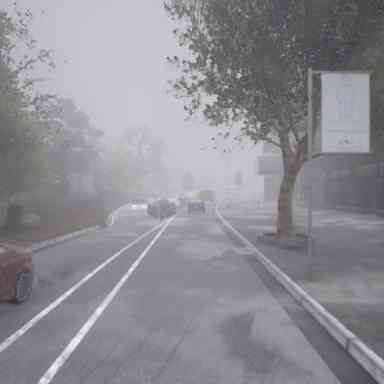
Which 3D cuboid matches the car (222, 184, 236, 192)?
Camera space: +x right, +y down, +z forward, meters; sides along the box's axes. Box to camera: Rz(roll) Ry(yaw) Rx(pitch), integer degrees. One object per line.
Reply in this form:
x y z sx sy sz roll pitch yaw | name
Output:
9.818 -0.923 93.237 2.231 1.521 4.892 -3 2 25 | car

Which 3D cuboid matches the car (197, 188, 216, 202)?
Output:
2.692 0.564 56.567 2.150 2.045 5.566 0 3 10 | car

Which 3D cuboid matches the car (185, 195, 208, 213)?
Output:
0.576 1.479 37.214 1.882 1.535 5.008 0 0 3 | car

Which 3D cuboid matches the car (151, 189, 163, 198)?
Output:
-6.888 0.295 65.721 1.837 1.490 4.892 0 3 6 | car

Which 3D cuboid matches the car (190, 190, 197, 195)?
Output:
-0.355 0.730 60.573 2.002 1.452 4.674 -1 2 12 | car

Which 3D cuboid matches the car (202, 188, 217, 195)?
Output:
4.184 -0.183 78.237 2.097 1.535 5.008 0 3 18 | car

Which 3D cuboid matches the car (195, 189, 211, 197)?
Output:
2.364 0.119 72.185 2.231 1.521 4.892 0 3 16 | car

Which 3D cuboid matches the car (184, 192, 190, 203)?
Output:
-2.088 1.150 50.190 2.097 1.535 5.008 1 3 9 | car

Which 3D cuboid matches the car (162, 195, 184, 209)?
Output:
-2.600 1.484 44.076 2.002 1.452 4.674 -2 2 4 | car

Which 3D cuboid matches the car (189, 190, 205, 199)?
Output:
0.971 0.403 66.655 2.097 1.535 5.008 -1 3 14 | car

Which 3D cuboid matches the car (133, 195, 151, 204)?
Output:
-7.706 1.081 49.857 1.895 1.301 4.718 0 2 -1 | car

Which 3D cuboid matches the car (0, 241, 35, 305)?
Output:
-4.298 1.526 5.412 1.812 1.442 4.674 0 0 1 | car
